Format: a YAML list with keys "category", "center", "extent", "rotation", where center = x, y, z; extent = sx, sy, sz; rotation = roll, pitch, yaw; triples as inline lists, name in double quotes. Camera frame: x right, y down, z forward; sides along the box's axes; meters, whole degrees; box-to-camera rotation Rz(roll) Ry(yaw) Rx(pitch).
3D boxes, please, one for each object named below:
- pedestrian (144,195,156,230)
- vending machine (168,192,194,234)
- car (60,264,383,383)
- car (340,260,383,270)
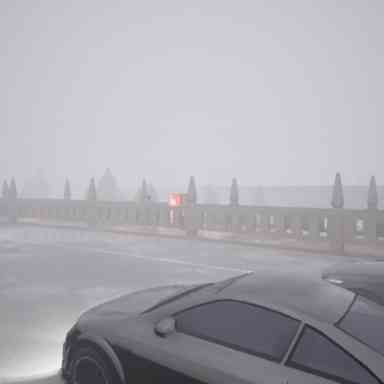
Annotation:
- category: "pedestrian"
  center: [-2.148, 1.013, 16.831]
  extent: [0.375, 1.860, 0.375]
  rotation: [1, 0, 29]
- category: "vending machine"
  center: [-0.578, 1.075, 17.629]
  extent: [0.880, 2.100, 1.100]
  rotation: [1, 0, 30]
- category: "car"
  center: [0.595, 1.548, 3.336]
  extent: [4.181, 1.385, 1.994]
  rotation: [1, 0, 35]
- category: "car"
  center: [4.386, 1.531, 4.955]
  extent: [4.674, 1.442, 1.812]
  rotation: [1, 0, 36]
